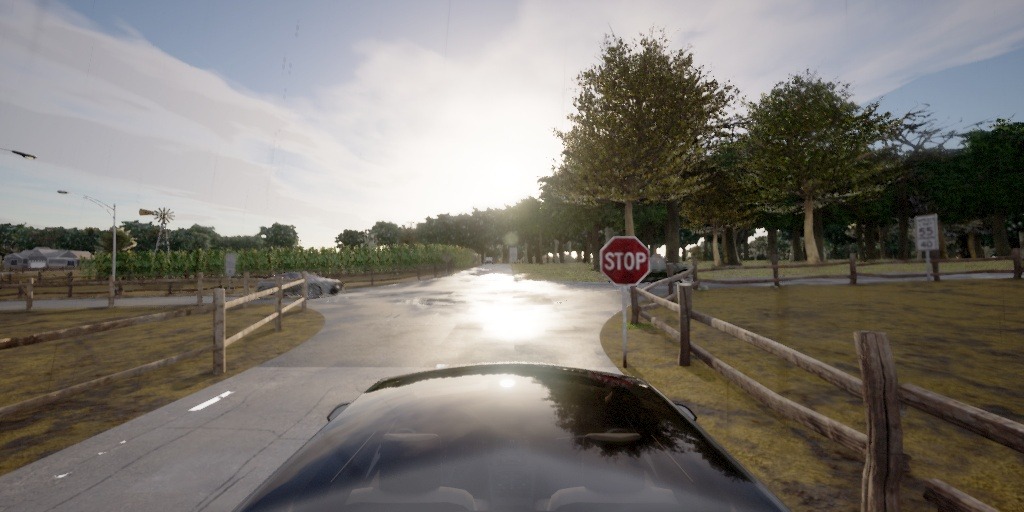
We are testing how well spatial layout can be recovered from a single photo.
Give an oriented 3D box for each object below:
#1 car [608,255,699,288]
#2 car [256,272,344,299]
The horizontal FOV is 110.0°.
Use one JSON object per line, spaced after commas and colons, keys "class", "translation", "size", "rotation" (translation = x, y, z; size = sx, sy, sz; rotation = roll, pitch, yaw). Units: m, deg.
{"class": "car", "translation": [7.728, 0.746, 19.761], "size": [4.553, 1.767, 2.097], "rotation": [-2, -2, 0]}
{"class": "car", "translation": [-11.576, 1.574, 19.723], "size": [4.181, 1.385, 1.994], "rotation": [-2, -2, 0]}
